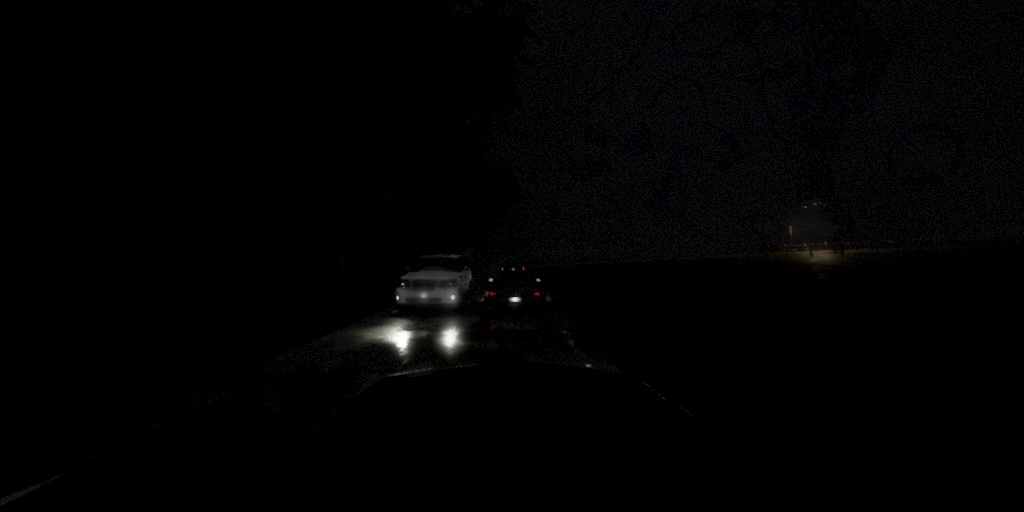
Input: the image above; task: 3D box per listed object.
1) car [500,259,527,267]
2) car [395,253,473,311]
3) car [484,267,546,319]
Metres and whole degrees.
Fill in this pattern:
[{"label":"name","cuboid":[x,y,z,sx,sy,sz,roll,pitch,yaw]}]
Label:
[{"label":"car","cuboid":[0.092,0.993,28.636,2.097,1.767,4.553,0,0,0]},{"label":"car","cuboid":[-2.855,0.915,14.370,2.150,2.045,5.566,0,0,0]},{"label":"car","cuboid":[0.091,1.260,12.627,1.994,1.385,4.181,0,0,0]}]
